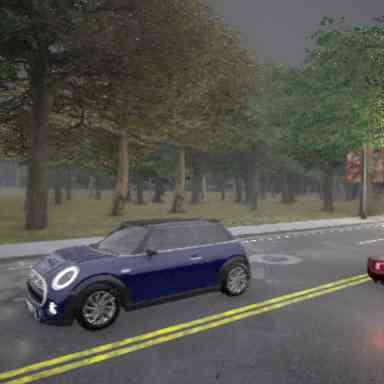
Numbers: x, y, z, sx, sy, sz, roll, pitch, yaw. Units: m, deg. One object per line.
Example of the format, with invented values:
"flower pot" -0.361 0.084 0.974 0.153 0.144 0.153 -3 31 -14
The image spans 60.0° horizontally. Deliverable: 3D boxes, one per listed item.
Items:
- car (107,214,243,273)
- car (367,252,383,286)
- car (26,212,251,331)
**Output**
"car" -0.503 1.582 11.307 4.181 1.385 1.994 0 0 -35
"car" 6.210 1.629 7.865 4.718 1.301 1.895 0 0 -35
"car" -0.935 1.362 7.008 4.553 1.767 2.097 0 0 -35
